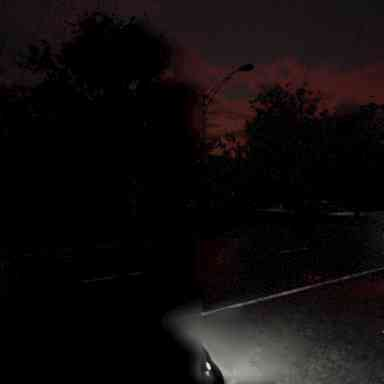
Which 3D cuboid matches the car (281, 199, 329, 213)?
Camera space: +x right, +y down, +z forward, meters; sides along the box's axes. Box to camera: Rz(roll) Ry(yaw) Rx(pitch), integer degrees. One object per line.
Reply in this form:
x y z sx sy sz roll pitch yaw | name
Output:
12.249 1.561 37.078 1.837 1.490 4.892 0 0 -38 | car

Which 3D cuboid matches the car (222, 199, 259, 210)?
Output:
6.307 1.656 44.799 1.895 1.301 4.718 0 0 -38 | car

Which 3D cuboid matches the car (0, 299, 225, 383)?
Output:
-1.722 1.563 2.455 4.181 1.385 1.994 0 0 -36 | car

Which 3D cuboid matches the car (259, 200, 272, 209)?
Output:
9.006 1.658 47.030 1.895 1.301 4.718 0 0 -38 | car

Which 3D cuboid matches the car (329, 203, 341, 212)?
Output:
15.087 1.584 39.131 1.812 1.442 4.674 0 0 -38 | car

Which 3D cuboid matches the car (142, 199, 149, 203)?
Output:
-7.485 1.600 62.838 2.033 1.411 5.357 0 0 -37 | car
